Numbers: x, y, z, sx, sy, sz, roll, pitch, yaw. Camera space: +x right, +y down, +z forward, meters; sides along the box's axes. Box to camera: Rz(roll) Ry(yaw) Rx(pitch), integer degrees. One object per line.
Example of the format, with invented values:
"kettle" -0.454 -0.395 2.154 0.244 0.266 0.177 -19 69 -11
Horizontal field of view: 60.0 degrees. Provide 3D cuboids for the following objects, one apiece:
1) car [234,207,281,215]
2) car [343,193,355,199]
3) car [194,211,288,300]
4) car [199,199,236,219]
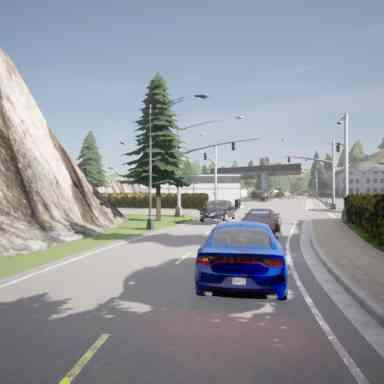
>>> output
"car" 3.699 1.563 17.701 1.994 1.385 4.181 0 0 17
"car" 40.213 1.071 83.014 3.866 1.878 1.905 0 0 19
"car" 1.293 1.477 8.513 1.882 1.535 5.008 0 0 10
"car" 1.973 1.304 24.235 1.837 1.490 4.892 0 0 19
